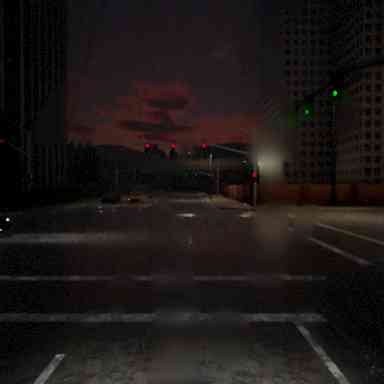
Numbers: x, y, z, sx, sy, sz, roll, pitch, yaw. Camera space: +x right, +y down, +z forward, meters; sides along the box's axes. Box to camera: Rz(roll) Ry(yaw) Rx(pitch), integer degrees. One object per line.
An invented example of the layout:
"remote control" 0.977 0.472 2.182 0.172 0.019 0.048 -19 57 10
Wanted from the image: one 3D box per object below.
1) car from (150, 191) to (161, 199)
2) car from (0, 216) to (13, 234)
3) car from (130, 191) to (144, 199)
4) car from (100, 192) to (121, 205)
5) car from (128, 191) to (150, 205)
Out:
"car" -7.070 0.554 64.023 1.812 1.442 4.674 0 1 0
"car" -10.630 1.378 14.648 4.718 1.301 1.895 0 1 -1
"car" -10.569 0.508 63.954 1.882 1.535 5.008 0 1 0
"car" -10.626 0.815 43.688 1.882 1.535 5.008 0 1 0
"car" -7.126 0.814 43.695 1.882 1.535 5.008 0 1 0
